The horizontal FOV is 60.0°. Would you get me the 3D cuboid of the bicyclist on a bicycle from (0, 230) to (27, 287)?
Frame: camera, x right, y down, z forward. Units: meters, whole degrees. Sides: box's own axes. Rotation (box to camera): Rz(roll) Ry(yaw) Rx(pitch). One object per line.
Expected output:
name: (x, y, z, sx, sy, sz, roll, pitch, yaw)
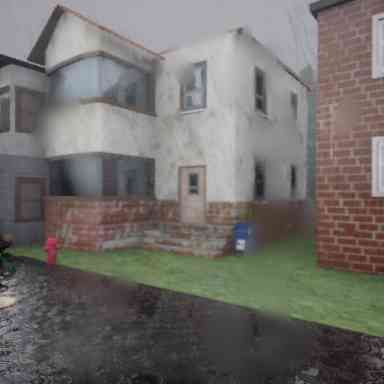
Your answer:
bicyclist on a bicycle: (-4.356, 1.352, 7.142, 0.582, 1.620, 1.656, 0, 0, 36)
